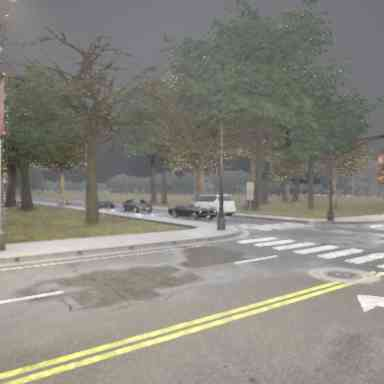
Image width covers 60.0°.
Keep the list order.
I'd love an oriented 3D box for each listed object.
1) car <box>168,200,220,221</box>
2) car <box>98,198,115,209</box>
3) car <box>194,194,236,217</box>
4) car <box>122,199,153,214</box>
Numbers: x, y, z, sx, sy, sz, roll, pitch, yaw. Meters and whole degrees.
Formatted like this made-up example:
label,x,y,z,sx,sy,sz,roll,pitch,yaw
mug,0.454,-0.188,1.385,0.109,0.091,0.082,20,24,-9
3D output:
label,x,y,z,sx,sy,sz,roll,pitch,yaw
car,-0.016,1.596,27.487,1.895,1.301,4.718,0,0,-36
car,-12.055,1.522,44.402,2.033,1.411,5.357,0,0,-36
car,1.594,1.222,30.348,2.150,2.045,5.566,0,0,-36
car,-5.928,1.488,35.784,1.837,1.490,4.892,0,0,-36
